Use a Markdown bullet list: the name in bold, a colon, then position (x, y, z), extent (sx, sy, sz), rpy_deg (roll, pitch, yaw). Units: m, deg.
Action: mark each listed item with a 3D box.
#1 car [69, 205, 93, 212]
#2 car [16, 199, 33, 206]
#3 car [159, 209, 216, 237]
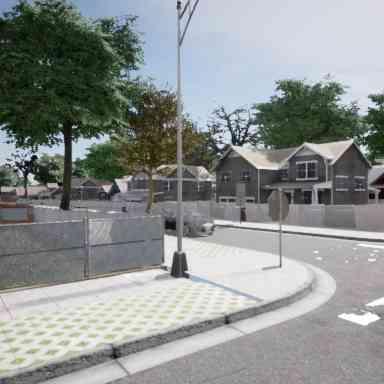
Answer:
- **car**: position (-12.243, 2.130, 36.094), extent (1.812, 1.442, 4.674), rpy_deg (0, -1, -36)
- **car**: position (-31.859, 2.313, 63.039), extent (2.150, 2.045, 5.566), rpy_deg (0, -1, -36)
- **car**: position (-0.558, 1.769, 20.041), extent (2.128, 1.511, 4.902), rpy_deg (0, -1, -36)
